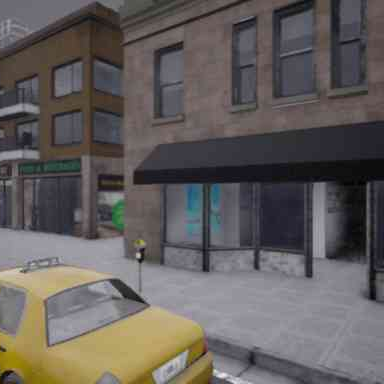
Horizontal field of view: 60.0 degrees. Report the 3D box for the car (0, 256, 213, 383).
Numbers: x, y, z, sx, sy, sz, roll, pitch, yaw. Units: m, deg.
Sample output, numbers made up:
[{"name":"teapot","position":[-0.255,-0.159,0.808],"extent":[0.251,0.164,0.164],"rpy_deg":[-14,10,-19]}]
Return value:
[{"name":"car","position":[-2.067,1.518,4.283],"extent":[4.829,1.417,1.752],"rpy_deg":[0,0,35]}]
